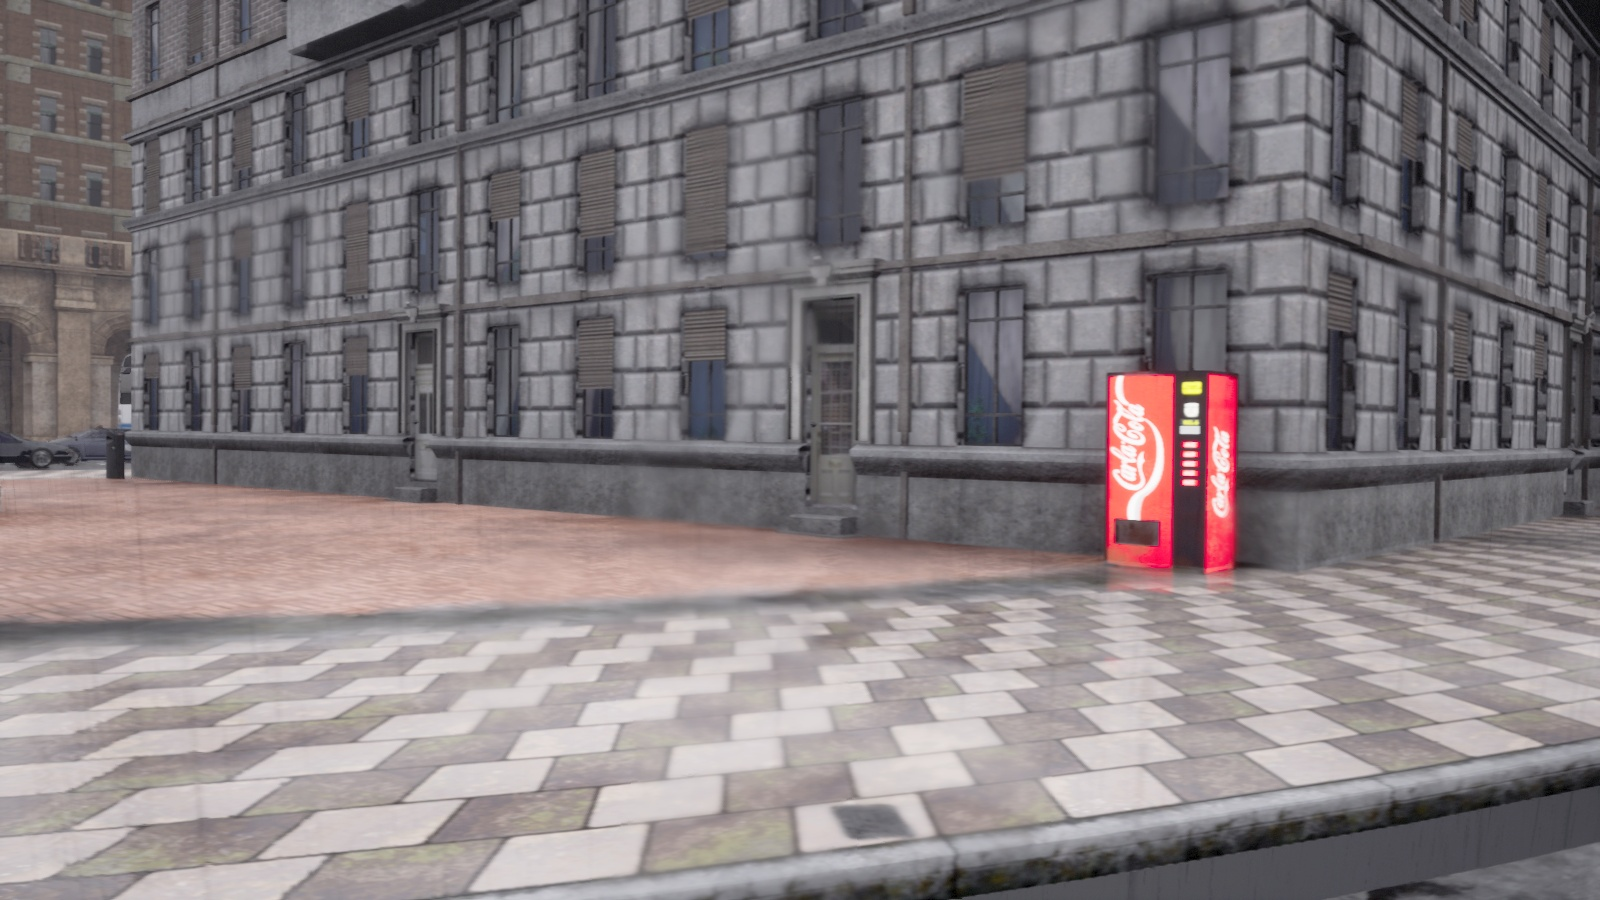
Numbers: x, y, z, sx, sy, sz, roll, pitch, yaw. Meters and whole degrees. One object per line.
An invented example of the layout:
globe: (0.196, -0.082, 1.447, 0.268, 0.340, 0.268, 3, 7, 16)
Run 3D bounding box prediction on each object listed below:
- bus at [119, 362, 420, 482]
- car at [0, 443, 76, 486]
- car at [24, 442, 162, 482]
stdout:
bus: (-20.778, -1.104, 49.913, 3.944, 4.253, 10.273, 0, 1, 42)
car: (-27.641, 0.514, 42.164, 2.033, 1.411, 5.357, 0, 1, 41)
car: (-27.046, 0.433, 48.139, 1.994, 1.385, 4.181, 0, 1, 42)
